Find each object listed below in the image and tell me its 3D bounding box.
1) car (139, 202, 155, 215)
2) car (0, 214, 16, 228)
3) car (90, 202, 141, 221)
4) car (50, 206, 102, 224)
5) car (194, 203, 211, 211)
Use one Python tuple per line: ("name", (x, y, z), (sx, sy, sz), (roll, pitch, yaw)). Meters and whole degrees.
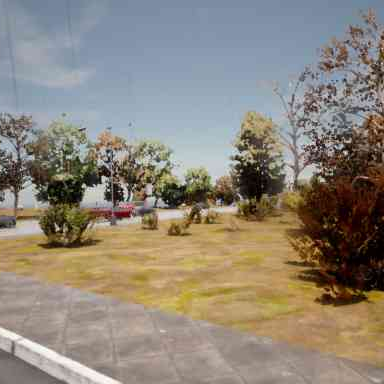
("car", (-6.732, 2.481, 43.785), (1.812, 1.442, 4.674), (-3, -2, 32))
("car", (-17.023, 2.455, 27.696), (1.994, 1.385, 4.181), (-3, -2, 34))
("car", (-8.048, 2.223, 34.770), (1.882, 1.535, 5.008), (-3, -2, 32))
("car", (-12.154, 2.387, 35.185), (1.882, 1.535, 5.008), (-3, -2, 33))
("car", (1.464, 2.534, 56.732), (1.994, 1.385, 4.181), (-3, -2, 32))
